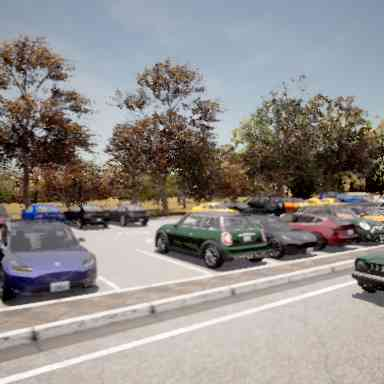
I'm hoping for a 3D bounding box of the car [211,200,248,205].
[{"bbox_3d":[2.050,1.627,28.883,1.946,1.575,5.366,0,0,-35],"label":"car"}]

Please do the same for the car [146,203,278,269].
[{"bbox_3d":[0.493,1.458,12.002,2.185,1.767,4.553,1,0,-35],"label":"car"}]

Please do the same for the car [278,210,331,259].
[{"bbox_3d":[2.772,1.639,13.603,2.163,1.488,4.792,0,0,-35],"label":"car"}]

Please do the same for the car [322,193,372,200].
[{"bbox_3d":[18.033,1.162,40.287,2.435,2.045,5.566,-1,1,-35],"label":"car"}]

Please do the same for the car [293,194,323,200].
[{"bbox_3d":[11.060,1.422,35.468,2.185,1.767,4.553,-1,0,-35],"label":"car"}]

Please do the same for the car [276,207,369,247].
[{"bbox_3d":[5.021,1.656,15.252,2.163,1.488,4.792,0,0,-35],"label":"car"}]

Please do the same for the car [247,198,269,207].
[{"bbox_3d":[4.224,1.622,30.641,2.097,1.535,5.008,0,0,-35],"label":"car"}]

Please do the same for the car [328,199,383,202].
[{"bbox_3d":[9.578,1.509,18.451,2.185,1.767,4.553,0,0,-35],"label":"car"}]

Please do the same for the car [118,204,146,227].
[{"bbox_3d":[-4.794,1.605,24.301,2.231,1.521,4.892,1,0,-35],"label":"car"}]

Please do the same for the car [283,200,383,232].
[{"bbox_3d":[7.302,1.510,16.855,2.185,1.767,4.553,0,0,-35],"label":"car"}]

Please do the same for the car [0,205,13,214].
[{"bbox_3d":[-11.739,1.528,19.401,2.163,1.488,4.792,1,-1,-35],"label":"car"}]

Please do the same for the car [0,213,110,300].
[{"bbox_3d":[-4.079,1.536,8.797,2.163,1.488,4.792,1,-1,-35],"label":"car"}]

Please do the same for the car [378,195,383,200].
[{"bbox_3d":[24.858,1.315,45.112,2.002,1.452,4.674,-1,1,-35],"label":"car"}]

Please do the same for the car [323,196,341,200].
[{"bbox_3d":[13.363,1.507,37.039,2.097,1.535,5.008,-1,1,-35],"label":"car"}]

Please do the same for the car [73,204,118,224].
[{"bbox_3d":[-7.183,1.577,22.626,2.097,1.535,5.008,1,0,-35],"label":"car"}]

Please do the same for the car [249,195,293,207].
[{"bbox_3d":[6.493,1.354,32.261,2.435,2.045,5.566,-1,0,-35],"label":"car"}]

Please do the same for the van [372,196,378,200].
[{"bbox_3d":[20.364,1.141,41.814,1.878,1.987,4.442,-1,1,-35],"label":"van"}]

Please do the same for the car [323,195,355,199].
[{"bbox_3d":[15.634,1.456,38.865,1.946,1.575,5.366,-1,1,-35],"label":"car"}]

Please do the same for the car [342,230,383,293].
[{"bbox_3d":[5.810,1.668,7.850,4.718,1.301,1.895,0,0,-35],"label":"car"}]

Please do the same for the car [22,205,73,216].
[{"bbox_3d":[-9.467,1.542,21.024,2.097,1.535,5.008,1,-1,-35],"label":"car"}]
